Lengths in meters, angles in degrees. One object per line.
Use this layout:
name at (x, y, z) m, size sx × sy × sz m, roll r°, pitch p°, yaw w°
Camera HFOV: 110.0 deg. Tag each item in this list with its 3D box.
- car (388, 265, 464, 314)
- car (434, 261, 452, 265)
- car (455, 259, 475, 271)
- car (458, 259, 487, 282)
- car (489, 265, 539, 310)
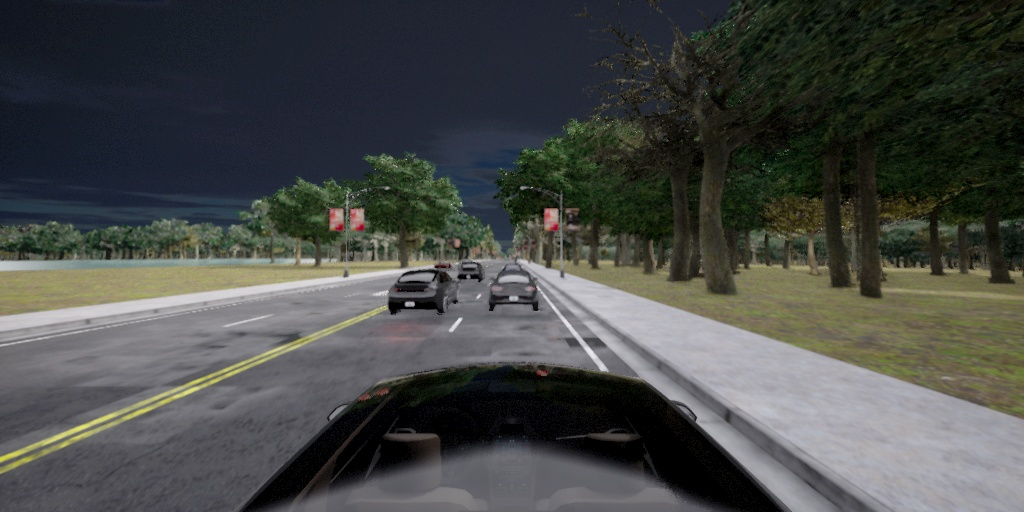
car at (-3.183, 1.252, 13.649) m, size 1.837 × 1.490 × 4.892 m, roll 0°, pitch 0°, yaw 0°
car at (-9.843, 1.340, 51.316) m, size 1.895 × 1.301 × 4.718 m, roll 0°, pitch 0°, yaw 0°
car at (-6.594, 1.231, 51.076) m, size 2.128 × 1.511 × 4.902 m, roll 0°, pitch 0°, yaw 0°
car at (-3.189, 1.248, 28.755) m, size 1.837 × 1.490 × 4.892 m, roll 0°, pitch 1°, yaw 0°
car at (0.071, 1.272, 14.463) m, size 1.812 × 1.442 × 4.674 m, roll 0°, pitch 0°, yaw 0°
